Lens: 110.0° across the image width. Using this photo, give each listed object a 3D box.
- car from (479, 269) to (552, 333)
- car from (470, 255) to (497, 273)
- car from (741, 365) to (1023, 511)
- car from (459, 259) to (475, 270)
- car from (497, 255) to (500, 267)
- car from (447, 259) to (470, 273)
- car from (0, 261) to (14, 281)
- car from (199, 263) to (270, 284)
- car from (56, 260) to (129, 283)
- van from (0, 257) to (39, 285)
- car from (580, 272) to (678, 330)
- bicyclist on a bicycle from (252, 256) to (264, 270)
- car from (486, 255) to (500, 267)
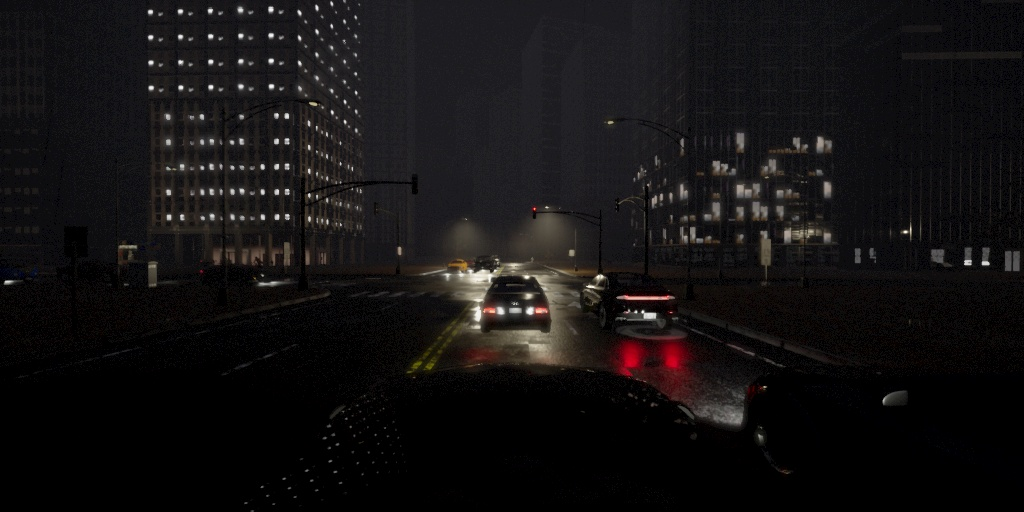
[{"bbox_3d":[0.111,1.294,10.713,2.033,1.411,5.357,0,0,1],"label":"car"},{"bbox_3d":[-3.291,0.937,42.924,2.150,2.045,5.566,0,0,0],"label":"car"},{"bbox_3d":[3.354,1.314,1.969,1.994,1.385,4.181,0,0,0],"label":"car"},{"bbox_3d":[-6.526,1.223,52.660,1.812,1.442,4.674,0,0,0],"label":"car"},{"bbox_3d":[-3.276,1.048,52.878,2.097,1.767,4.553,0,0,0],"label":"car"},{"bbox_3d":[-6.540,1.193,43.248,1.882,1.535,5.008,0,0,0],"label":"car"},{"bbox_3d":[-40.289,1.092,26.442,4.674,1.442,1.812,0,0,2],"label":"car"},{"bbox_3d":[-19.955,1.227,25.889,4.181,1.385,1.994,0,0,1],"label":"car"},{"bbox_3d":[-30.047,1.093,26.155,5.008,1.535,1.882,0,0,2],"label":"car"},{"bbox_3d":[-33.905,0.959,23.672,3.998,1.789,1.690,0,0,2],"label":"van"},{"bbox_3d":[3.359,1.238,11.125,2.128,1.511,4.902,0,0,0],"label":"car"},{"bbox_3d":[-24.659,0.867,34.749,0.582,1.620,1.656,0,1,1],"label":"bicyclist on a bicycle"},{"bbox_3d":[-3.253,0.896,63.106,2.150,2.045,5.566,0,0,0],"label":"car"}]
